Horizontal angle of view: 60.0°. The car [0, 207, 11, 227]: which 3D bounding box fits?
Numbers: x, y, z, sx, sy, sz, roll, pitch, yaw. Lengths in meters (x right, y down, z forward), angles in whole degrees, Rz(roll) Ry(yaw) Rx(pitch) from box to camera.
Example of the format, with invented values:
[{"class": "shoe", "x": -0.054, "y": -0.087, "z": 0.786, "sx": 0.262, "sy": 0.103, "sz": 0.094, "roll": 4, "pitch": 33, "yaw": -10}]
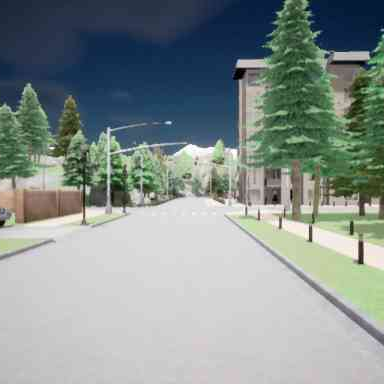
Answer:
[{"class": "car", "x": -12.680, "y": 1.130, "z": 18.434, "sx": 4.605, "sy": 1.855, "sz": 1.932, "roll": 0, "pitch": 0, "yaw": 0}]
